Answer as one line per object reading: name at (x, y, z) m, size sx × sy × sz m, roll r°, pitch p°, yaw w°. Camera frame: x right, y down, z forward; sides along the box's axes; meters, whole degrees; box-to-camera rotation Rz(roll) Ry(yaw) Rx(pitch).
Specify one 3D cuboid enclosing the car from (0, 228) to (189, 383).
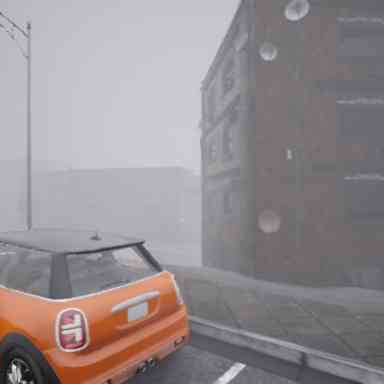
car at (-2.329, 1.330, 4.909) m, size 4.553 × 1.767 × 2.185 m, roll 0°, pitch 0°, yaw 35°
